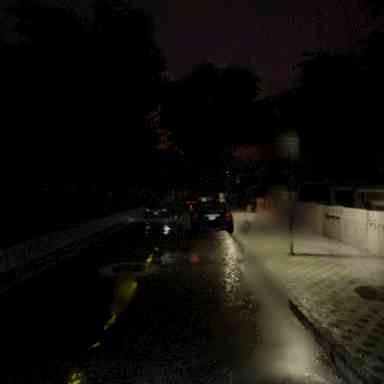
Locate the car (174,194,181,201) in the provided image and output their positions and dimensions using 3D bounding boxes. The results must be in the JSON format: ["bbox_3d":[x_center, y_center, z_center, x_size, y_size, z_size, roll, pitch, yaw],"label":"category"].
[{"bbox_3d":[-2.673,1.152,69.107,1.812,1.442,4.674,0,0,0],"label":"car"}]

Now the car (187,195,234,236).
[{"bbox_3d":[0.947,1.213,17.674,2.097,1.767,4.553,-2,0,0],"label":"car"}]

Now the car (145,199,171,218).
[{"bbox_3d":[-2.806,1.372,28.020,1.812,1.442,4.674,0,0,0],"label":"car"}]

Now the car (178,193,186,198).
[{"bbox_3d":[-2.646,0.873,92.710,2.033,1.411,5.357,0,0,0],"label":"car"}]

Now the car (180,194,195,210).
[{"bbox_3d":[-0.062,1.302,39.181,1.837,1.490,4.892,0,0,1],"label":"car"}]
